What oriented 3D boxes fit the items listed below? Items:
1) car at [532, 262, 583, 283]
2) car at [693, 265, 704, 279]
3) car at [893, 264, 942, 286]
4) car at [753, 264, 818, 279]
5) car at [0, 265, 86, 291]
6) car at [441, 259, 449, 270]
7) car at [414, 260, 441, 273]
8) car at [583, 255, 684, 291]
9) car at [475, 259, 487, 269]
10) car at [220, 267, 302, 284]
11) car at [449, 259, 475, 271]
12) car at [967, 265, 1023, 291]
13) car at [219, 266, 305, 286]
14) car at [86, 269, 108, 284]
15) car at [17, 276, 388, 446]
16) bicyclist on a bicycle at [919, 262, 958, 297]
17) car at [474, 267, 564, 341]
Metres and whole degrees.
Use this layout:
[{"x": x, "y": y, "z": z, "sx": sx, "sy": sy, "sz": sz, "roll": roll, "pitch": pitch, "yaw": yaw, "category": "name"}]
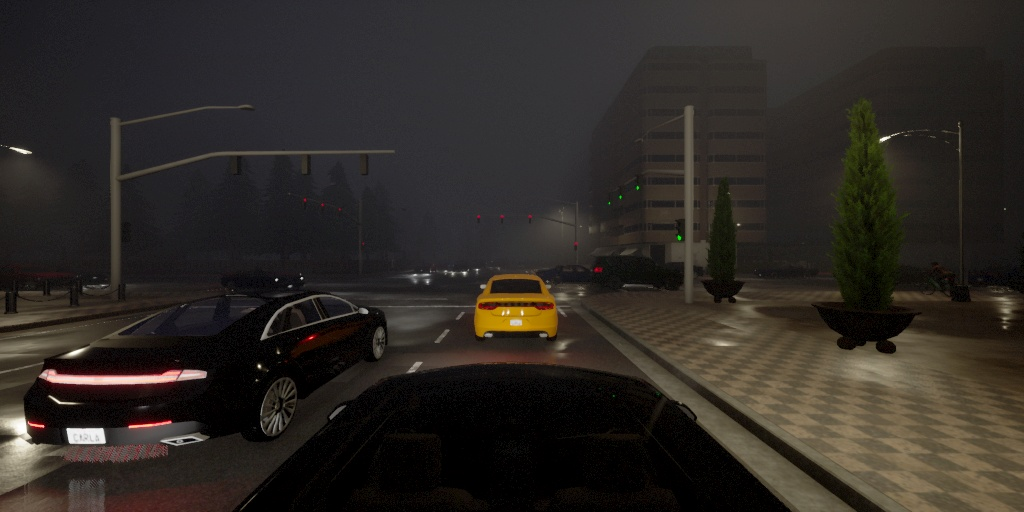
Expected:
[{"x": 4.326, "y": 1.313, "z": 25.270, "sx": 5.357, "sy": 1.411, "sz": 2.033, "roll": 0, "pitch": 0, "yaw": 0, "category": "car"}, {"x": 14.633, "y": 1.283, "z": 32.501, "sx": 5.008, "sy": 1.535, "sz": 1.882, "roll": 0, "pitch": 0, "yaw": 0, "category": "car"}, {"x": 27.283, "y": 1.310, "z": 25.339, "sx": 4.892, "sy": 1.490, "sz": 1.837, "roll": 0, "pitch": 0, "yaw": 0, "category": "car"}, {"x": 24.709, "y": 1.406, "z": 32.531, "sx": 4.718, "sy": 1.301, "sz": 1.895, "roll": 0, "pitch": 0, "yaw": 0, "category": "car"}, {"x": -29.504, "y": 1.283, "z": 21.663, "sx": 5.008, "sy": 1.535, "sz": 1.882, "roll": 0, "pitch": 0, "yaw": 0, "category": "car"}, {"x": -9.795, "y": 1.228, "z": 52.998, "sx": 1.882, "sy": 1.535, "sz": 5.008, "roll": 0, "pitch": 0, "yaw": 7, "category": "car"}, {"x": -10.387, "y": 1.351, "z": 43.613, "sx": 1.895, "sy": 1.301, "sz": 4.718, "roll": 0, "pitch": 0, "yaw": 1, "category": "car"}, {"x": 7.498, "y": 1.010, "z": 21.781, "sx": 5.566, "sy": 2.045, "sz": 2.150, "roll": 1, "pitch": 0, "yaw": 0, "category": "car"}, {"x": -5.515, "y": 1.255, "z": 57.731, "sx": 1.837, "sy": 1.490, "sz": 4.892, "roll": 0, "pitch": 0, "yaw": 15, "category": "car"}, {"x": -14.056, "y": 1.375, "z": 20.322, "sx": 4.718, "sy": 1.301, "sz": 1.895, "roll": -1, "pitch": 0, "yaw": 23, "category": "car"}, {"x": -6.678, "y": 1.228, "z": 48.397, "sx": 1.882, "sy": 1.535, "sz": 5.008, "roll": 0, "pitch": 0, "yaw": 3, "category": "car"}, {"x": 31.027, "y": 1.283, "z": 21.851, "sx": 5.008, "sy": 1.535, "sz": 1.882, "roll": 0, "pitch": 0, "yaw": 0, "category": "car"}, {"x": -17.454, "y": 1.403, "z": 25.202, "sx": 4.718, "sy": 1.301, "sz": 1.895, "roll": 0, "pitch": 0, "yaw": 0, "category": "car"}, {"x": -31.279, "y": 1.369, "z": 25.157, "sx": 4.181, "sy": 1.385, "sz": 1.994, "roll": 0, "pitch": 0, "yaw": 0, "category": "car"}, {"x": -3.425, "y": 1.242, "z": 5.325, "sx": 2.128, "sy": 1.511, "sz": 4.902, "roll": 0, "pitch": 0, "yaw": 0, "category": "car"}, {"x": 20.280, "y": 1.106, "z": 17.035, "sx": 0.582, "sy": 1.620, "sz": 1.656, "roll": 0, "pitch": 0, "yaw": 0, "category": "bicyclist on a bicycle"}, {"x": 0.103, "y": 1.228, "z": 9.909, "sx": 1.882, "sy": 1.535, "sz": 5.008, "roll": 0, "pitch": 0, "yaw": 0, "category": "car"}]
